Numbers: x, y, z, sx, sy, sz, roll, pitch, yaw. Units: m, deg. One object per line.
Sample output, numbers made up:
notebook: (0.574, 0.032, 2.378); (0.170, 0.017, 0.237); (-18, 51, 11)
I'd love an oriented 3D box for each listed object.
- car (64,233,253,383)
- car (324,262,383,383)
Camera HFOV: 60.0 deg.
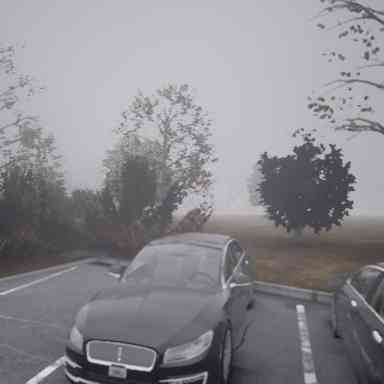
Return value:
car: (-0.062, 1.504, 5.552); (2.231, 1.521, 4.892); (0, -1, 16)
car: (2.695, 1.485, 3.572); (2.231, 1.521, 4.892); (0, -1, 15)
